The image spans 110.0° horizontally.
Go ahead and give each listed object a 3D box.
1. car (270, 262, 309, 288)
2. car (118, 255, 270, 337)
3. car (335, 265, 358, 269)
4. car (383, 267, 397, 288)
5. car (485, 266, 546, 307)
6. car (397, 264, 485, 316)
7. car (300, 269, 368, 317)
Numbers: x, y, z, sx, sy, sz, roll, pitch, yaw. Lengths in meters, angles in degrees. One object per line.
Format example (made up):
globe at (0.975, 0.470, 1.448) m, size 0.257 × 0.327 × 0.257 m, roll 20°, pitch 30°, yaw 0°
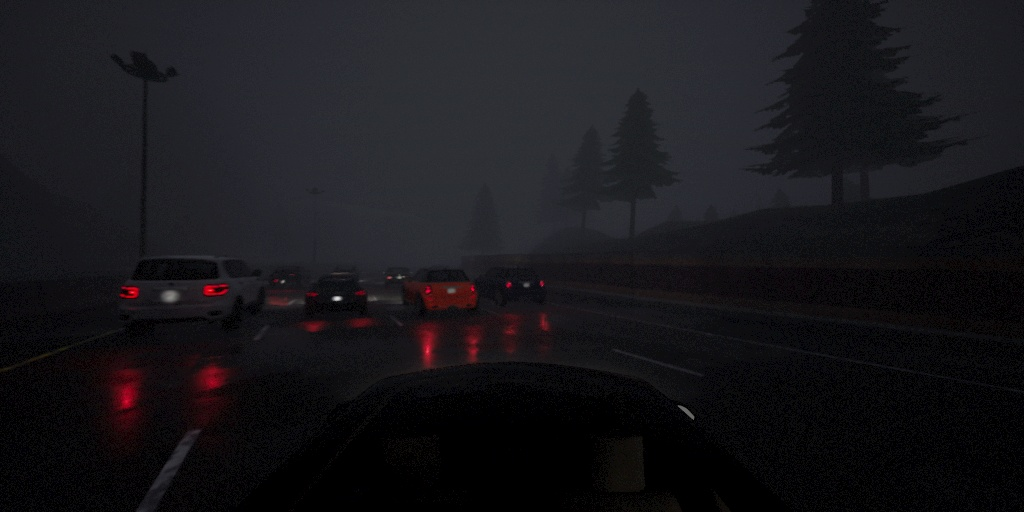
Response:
car at (-15.369, 1.380, 25.057) m, size 1.837 × 1.490 × 4.892 m, roll 0°, pitch 0°, yaw -20°
car at (-9.131, 1.003, 10.760) m, size 2.150 × 2.045 × 5.566 m, roll 1°, pitch 0°, yaw -26°
car at (-12.122, 1.396, 26.363) m, size 2.128 × 1.511 × 4.902 m, roll 1°, pitch 0°, yaw -20°
car at (-8.169, 1.468, 25.693) m, size 2.033 × 1.411 × 5.357 m, roll 1°, pitch -1°, yaw -20°
car at (-0.318, 1.234, 16.669) m, size 2.097 × 1.767 × 4.553 m, roll 1°, pitch -1°, yaw -26°
car at (-2.984, 1.201, 14.139) m, size 2.097 × 1.767 × 4.553 m, roll 1°, pitch 0°, yaw -26°
car at (-6.636, 1.385, 13.659) m, size 1.994 × 1.385 × 4.181 m, roll 1°, pitch 0°, yaw -26°
